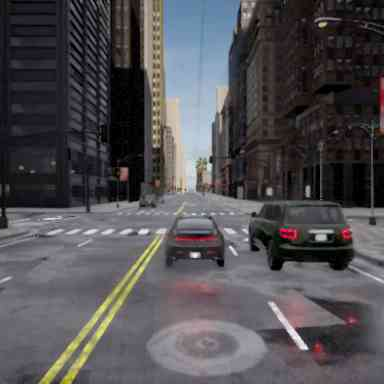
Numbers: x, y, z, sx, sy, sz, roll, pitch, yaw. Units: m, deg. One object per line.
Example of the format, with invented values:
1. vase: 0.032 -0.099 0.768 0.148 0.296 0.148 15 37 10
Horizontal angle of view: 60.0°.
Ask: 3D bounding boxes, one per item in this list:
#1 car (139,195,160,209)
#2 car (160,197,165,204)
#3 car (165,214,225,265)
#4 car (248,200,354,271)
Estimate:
1. car: -6.567 1.420 50.368 2.150 2.045 5.566 0 0 1
2. car: -6.495 1.758 67.910 1.837 1.490 4.892 0 0 0
3. car: 0.098 1.562 11.788 1.837 1.490 4.892 0 -1 0
4. car: 3.351 1.279 11.308 2.150 2.045 5.566 0 0 0
